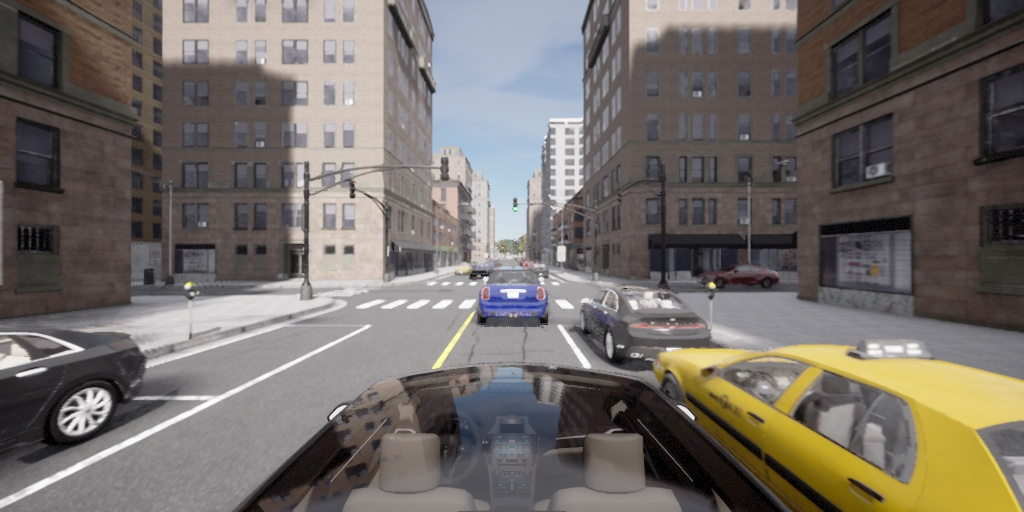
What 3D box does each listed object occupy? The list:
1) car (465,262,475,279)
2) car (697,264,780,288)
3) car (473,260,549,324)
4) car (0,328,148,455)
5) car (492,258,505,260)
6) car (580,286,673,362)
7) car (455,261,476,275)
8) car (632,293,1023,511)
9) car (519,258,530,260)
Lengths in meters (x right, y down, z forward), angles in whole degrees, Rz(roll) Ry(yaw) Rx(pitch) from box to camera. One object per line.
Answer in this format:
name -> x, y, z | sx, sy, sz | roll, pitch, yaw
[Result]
car -> -2.855, 1.446, 33.480 | 1.895, 1.301, 4.718 | 0, 0, 1
car -> 14.221, 1.249, 22.654 | 4.674, 1.442, 1.812 | 0, 0, 2
car -> 0.054, 1.134, 12.276 | 2.097, 1.767, 4.553 | 0, 0, 0
car -> -5.385, 1.304, 2.609 | 2.007, 1.370, 4.403 | 0, 0, 0
car -> -2.786, 1.435, 63.634 | 1.837, 1.490, 4.892 | 0, 0, 1
car -> 2.644, 1.319, 8.016 | 2.007, 1.370, 4.403 | 0, 0, 0
car -> -5.381, 1.392, 40.402 | 1.751, 1.417, 4.829 | 0, 0, 0
car -> 2.649, 1.278, 2.780 | 1.751, 1.417, 4.829 | 0, 0, 0
car -> 2.645, 1.353, 57.619 | 1.967, 1.591, 4.097 | 0, 0, 0
